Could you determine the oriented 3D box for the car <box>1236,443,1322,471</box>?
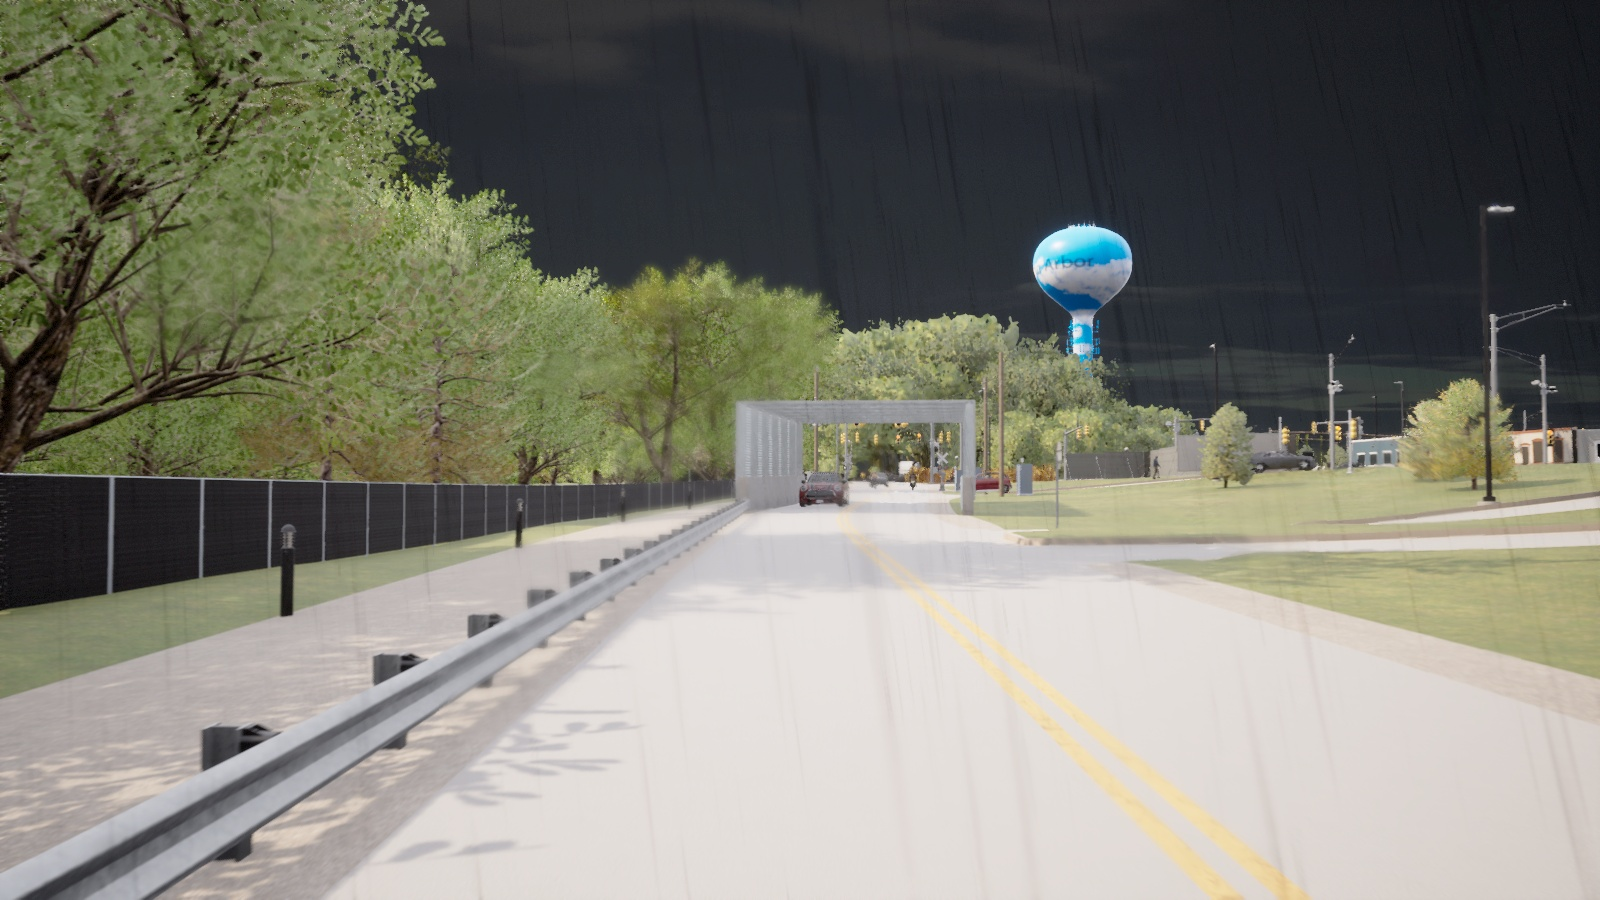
[{"bbox_3d":[32.178,0.487,84.487,4.902,1.511,2.128,-4,-2,1],"label":"car"}]

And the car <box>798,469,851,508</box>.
[{"bbox_3d":[1.197,1.810,59.815,2.097,1.767,4.553,-1,-1,7],"label":"car"}]

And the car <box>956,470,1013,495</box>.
[{"bbox_3d":[12.918,2.273,88.091,3.705,1.549,1.789,-3,-2,1],"label":"car"}]
